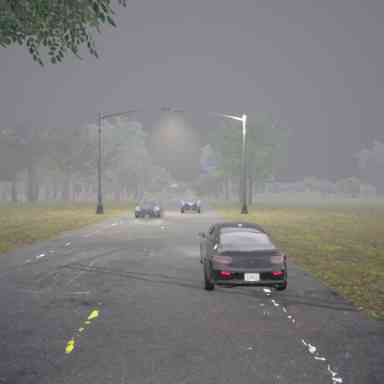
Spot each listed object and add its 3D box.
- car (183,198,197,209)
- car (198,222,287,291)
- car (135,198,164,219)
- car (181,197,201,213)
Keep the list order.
[{"bbox_3d":[-0.240,1.606,47.029,1.994,1.385,4.181,0,0,1],"label":"car"},{"bbox_3d":[1.178,1.524,8.901,1.812,1.442,4.674,0,0,0],"label":"car"},{"bbox_3d":[-3.652,1.364,29.038,2.097,1.767,4.553,0,0,0],"label":"car"},{"bbox_3d":[-0.125,1.377,37.363,2.097,1.767,4.553,0,0,0],"label":"car"}]
